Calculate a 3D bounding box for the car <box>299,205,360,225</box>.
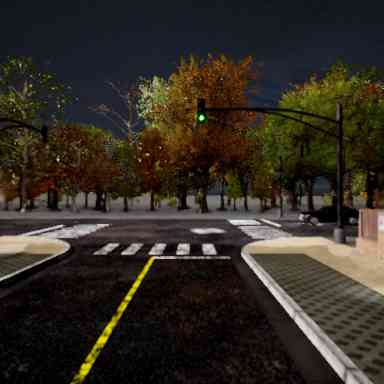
[{"bbox_3d":[10.671,1.772,25.638,4.674,1.442,1.812,0,-1,0],"label":"car"}]
